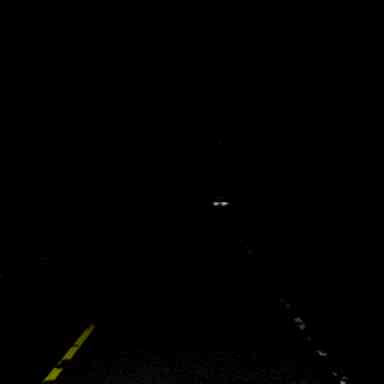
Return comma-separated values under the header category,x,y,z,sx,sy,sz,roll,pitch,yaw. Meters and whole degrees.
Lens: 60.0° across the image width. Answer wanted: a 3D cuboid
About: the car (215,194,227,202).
category,x,y,z,sx,sy,sz,roll,pitch,yaw
car,5.833,1.225,66.552,1.882,1.535,5.008,0,1,16
